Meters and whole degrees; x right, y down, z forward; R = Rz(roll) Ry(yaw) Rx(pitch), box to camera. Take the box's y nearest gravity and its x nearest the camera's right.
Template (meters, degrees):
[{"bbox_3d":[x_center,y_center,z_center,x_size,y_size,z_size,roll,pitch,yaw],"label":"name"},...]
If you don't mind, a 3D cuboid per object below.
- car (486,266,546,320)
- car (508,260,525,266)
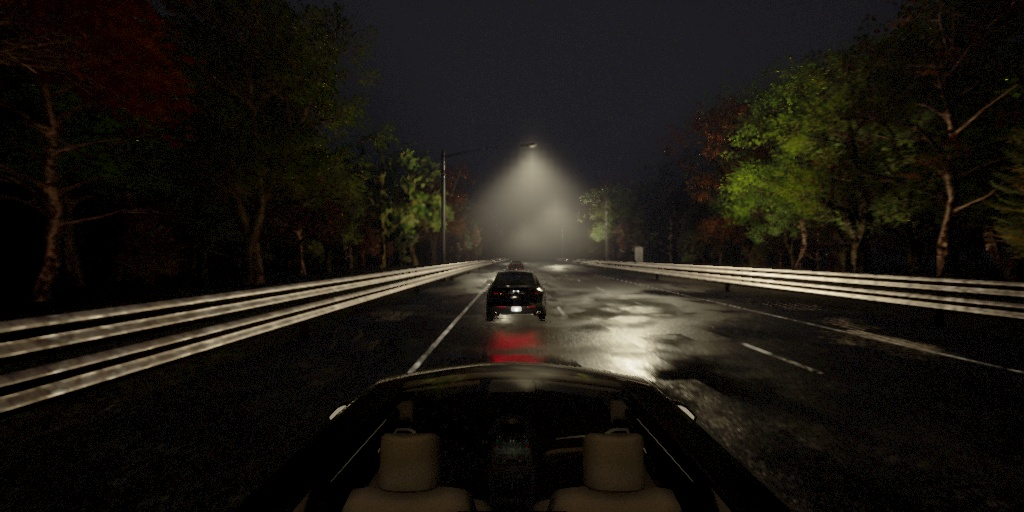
[{"bbox_3d":[0.138,1.253,12.565,1.837,1.490,4.892,0,0,0],"label":"car"},{"bbox_3d":[0.524,1.246,43.171,1.837,1.490,4.892,0,0,1],"label":"car"}]
